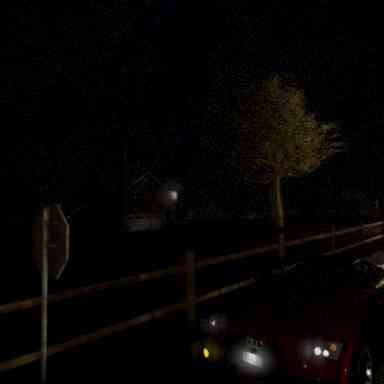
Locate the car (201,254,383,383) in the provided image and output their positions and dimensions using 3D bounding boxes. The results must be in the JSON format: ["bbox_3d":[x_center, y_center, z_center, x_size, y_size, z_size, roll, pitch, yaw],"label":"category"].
[{"bbox_3d":[2.029,1.751,5.295,1.994,1.385,4.181,-4,-3,42],"label":"car"}]
